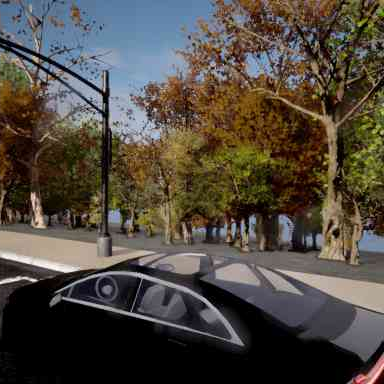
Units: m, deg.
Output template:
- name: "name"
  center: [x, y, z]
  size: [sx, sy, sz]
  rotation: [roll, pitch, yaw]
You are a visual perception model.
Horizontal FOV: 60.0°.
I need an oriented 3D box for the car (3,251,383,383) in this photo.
- name: "car"
  center: [-0.382, 1.491, 3.963]
  size: [4.902, 1.511, 2.128]
  rotation: [0, 0, 36]
